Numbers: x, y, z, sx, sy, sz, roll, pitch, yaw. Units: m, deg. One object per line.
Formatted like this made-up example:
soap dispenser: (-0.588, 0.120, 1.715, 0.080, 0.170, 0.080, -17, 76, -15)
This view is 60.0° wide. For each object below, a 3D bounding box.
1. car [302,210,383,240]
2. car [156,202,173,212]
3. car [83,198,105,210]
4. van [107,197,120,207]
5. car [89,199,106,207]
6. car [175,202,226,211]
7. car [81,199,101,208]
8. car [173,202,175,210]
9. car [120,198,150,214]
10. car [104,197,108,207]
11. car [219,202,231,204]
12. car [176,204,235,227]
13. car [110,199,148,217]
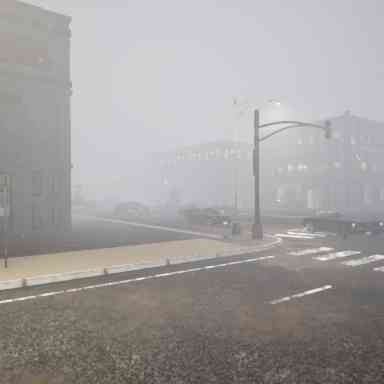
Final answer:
car: (7.763, 1.645, 17.486, 1.895, 1.301, 4.718, -1, -2, -10)
car: (-3.330, 1.965, 45.594, 1.802, 1.307, 4.206, -2, 0, -36)
car: (-16.136, 2.122, 53.737, 1.812, 1.442, 4.674, -1, 0, -35)
van: (-12.989, 1.906, 59.106, 1.690, 1.788, 3.998, -1, 0, -36)
car: (-19.419, 2.227, 68.114, 1.887, 1.381, 4.507, -1, 0, -36)
car: (0.742, 1.871, 29.948, 1.895, 1.301, 4.718, -1, 0, -36)
car: (-19.233, 2.158, 63.414, 2.128, 1.511, 4.902, -1, 0, -36)
car: (-0.114, 1.903, 41.091, 1.802, 1.307, 4.206, -2, 0, -36)
car: (-6.903, 1.897, 40.657, 1.882, 1.535, 5.008, -1, 0, -35)
car: (-16.207, 1.939, 63.610, 2.192, 1.841, 5.009, -1, 0, -36)
car: (3.103, 1.809, 36.587, 2.008, 1.369, 4.403, -2, 0, -36)
car: (1.035, 1.814, 24.856, 1.947, 1.339, 4.313, -2, 0, -36)
car: (-6.935, 1.846, 36.217, 1.967, 1.590, 4.097, -1, 0, -36)
